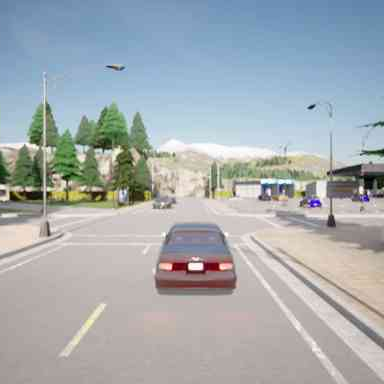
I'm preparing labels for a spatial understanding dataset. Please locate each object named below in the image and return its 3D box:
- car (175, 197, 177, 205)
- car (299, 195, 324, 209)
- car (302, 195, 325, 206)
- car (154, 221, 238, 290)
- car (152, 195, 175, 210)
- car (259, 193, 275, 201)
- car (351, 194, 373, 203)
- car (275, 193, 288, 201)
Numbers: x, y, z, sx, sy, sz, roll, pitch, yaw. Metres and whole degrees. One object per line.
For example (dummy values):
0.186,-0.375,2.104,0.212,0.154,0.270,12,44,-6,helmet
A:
-3.512,1.303,53.761,1.994,1.385,4.181,0,0,0,car
14.003,1.182,39.488,1.845,1.501,3.633,0,0,0,car
17.065,1.157,46.876,1.970,1.475,3.806,0,0,0,car
0.088,1.503,9.064,2.033,1.411,5.357,0,0,0,car
-3.542,1.157,40.354,2.097,1.767,4.553,0,0,0,car
14.282,1.023,65.520,2.007,1.523,4.514,0,0,0,car
29.179,1.040,57.734,1.845,1.501,3.633,0,0,0,car
17.419,1.014,65.538,2.152,1.636,5.027,0,0,0,car
